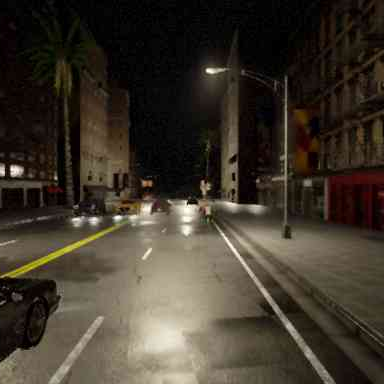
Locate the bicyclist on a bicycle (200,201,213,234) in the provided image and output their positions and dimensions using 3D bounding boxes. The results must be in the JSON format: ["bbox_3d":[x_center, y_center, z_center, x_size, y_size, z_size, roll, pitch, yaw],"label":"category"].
[{"bbox_3d":[0.892,1.452,18.270,0.582,1.620,1.656,0,0,0],"label":"bicyclist on a bicycle"}]

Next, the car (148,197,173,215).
[{"bbox_3d":[-3.153,1.540,34.368,1.812,1.442,4.674,0,0,0],"label":"car"}]

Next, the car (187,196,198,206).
[{"bbox_3d":[0.055,1.640,57.724,1.994,1.385,4.181,0,0,0],"label":"car"}]

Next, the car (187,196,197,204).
[{"bbox_3d":[-0.006,1.612,68.899,1.837,1.490,4.892,0,0,0],"label":"car"}]

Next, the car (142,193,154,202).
[{"bbox_3d":[-9.757,1.174,73.566,2.150,2.045,5.566,0,0,0],"label":"car"}]

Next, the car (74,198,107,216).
[{"bbox_3d":[-9.844,1.364,32.461,2.097,1.767,4.553,0,0,0],"label":"car"}]

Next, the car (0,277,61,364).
[{"bbox_3d":[-3.151,1.545,3.205,2.033,1.411,5.357,0,0,0],"label":"car"}]

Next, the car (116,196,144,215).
[{"bbox_3d":[-6.594,1.494,35.038,1.882,1.535,5.008,0,0,0],"label":"car"}]

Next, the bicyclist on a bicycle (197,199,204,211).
[{"bbox_3d":[0.909,1.444,28.838,0.866,1.612,1.509,0,0,0],"label":"bicyclist on a bicycle"}]
